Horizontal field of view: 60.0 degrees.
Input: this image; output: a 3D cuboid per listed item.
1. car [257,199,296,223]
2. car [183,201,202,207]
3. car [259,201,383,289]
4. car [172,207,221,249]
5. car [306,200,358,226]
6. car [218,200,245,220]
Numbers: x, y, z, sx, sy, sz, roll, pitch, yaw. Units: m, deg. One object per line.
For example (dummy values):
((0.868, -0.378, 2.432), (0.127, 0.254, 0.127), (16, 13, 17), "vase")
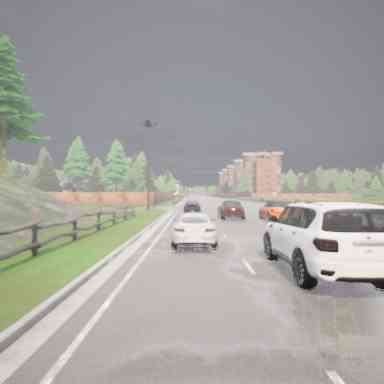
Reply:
((7.057, 1.535, 28.199), (2.097, 1.767, 4.553), (0, 0, 0), "car")
((0.017, 1.743, 36.872), (1.837, 1.490, 4.892), (0, 0, 0), "car")
((3.603, 1.286, 9.448), (2.150, 2.045, 5.566), (0, 0, 0), "car")
((0.098, 1.620, 14.881), (1.812, 1.442, 4.674), (0, 0, 0), "car")
((10.569, 1.520, 25.579), (2.097, 1.767, 4.553), (0, 0, 0), "car")
((3.546, 1.550, 30.730), (2.097, 1.767, 4.553), (0, 0, 0), "car")
